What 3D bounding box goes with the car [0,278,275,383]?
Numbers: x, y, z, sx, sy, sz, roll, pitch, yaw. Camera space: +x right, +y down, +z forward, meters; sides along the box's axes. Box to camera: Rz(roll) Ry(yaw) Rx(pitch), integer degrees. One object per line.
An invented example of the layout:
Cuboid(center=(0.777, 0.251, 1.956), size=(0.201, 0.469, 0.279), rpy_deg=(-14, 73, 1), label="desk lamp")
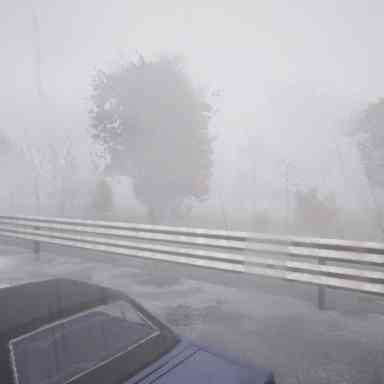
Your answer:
Cuboid(center=(-1.743, 1.601, 3.257), size=(4.718, 1.301, 1.895), rpy_deg=(0, 0, 35), label="car")
